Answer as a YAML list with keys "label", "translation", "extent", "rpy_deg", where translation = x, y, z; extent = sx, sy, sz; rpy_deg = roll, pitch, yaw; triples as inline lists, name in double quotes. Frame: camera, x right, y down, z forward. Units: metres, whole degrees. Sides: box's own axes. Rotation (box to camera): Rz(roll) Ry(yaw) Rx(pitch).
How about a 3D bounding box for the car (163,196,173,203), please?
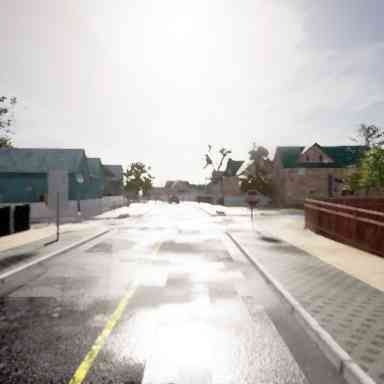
- label: "car"
  translation: [-5.817, 1.714, 79.807]
  extent: [1.882, 1.535, 5.008]
  rpy_deg: [0, -1, -12]

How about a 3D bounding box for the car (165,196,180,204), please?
- label: "car"
  translation: [-3.861, 1.565, 69.876]
  extent: [2.097, 1.767, 4.553]
  rpy_deg: [0, -1, -10]

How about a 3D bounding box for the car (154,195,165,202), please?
- label: "car"
  translation: [-7.334, 1.366, 73.550]
  extent: [1.837, 1.490, 4.892]
  rpy_deg: [0, -1, -10]
